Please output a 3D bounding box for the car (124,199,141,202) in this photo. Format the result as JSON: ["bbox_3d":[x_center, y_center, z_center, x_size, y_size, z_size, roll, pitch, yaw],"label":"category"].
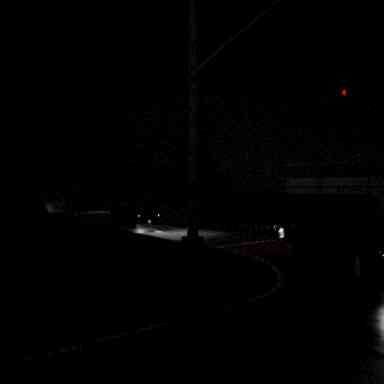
[{"bbox_3d":[-7.701,1.601,41.477,1.895,1.301,4.718,0,0,35],"label":"car"}]

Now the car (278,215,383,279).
[{"bbox_3d":[4.624,1.507,10.250,1.837,1.490,4.892,2,-1,-20],"label":"car"}]

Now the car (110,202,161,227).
[{"bbox_3d":[-4.016,1.601,23.334,1.895,1.301,4.718,0,0,-35],"label":"car"}]
